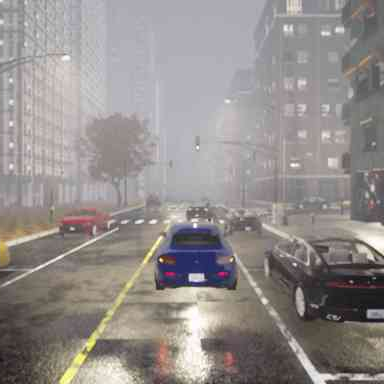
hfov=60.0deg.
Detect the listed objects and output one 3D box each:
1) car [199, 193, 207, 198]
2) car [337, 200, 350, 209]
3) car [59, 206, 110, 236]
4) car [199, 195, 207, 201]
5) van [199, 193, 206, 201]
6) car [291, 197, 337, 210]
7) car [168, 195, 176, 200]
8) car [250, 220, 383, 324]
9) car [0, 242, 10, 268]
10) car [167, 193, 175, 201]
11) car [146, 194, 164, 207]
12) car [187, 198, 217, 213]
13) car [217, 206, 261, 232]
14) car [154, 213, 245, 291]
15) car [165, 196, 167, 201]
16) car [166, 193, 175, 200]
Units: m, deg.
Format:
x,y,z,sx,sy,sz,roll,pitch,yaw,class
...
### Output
x,y,z,sx,sy,sz,roll,pitch,yaw,class
2.640,1.484,72.575,1.947,1.339,4.313,0,0,0,car
18.797,1.182,37.567,4.829,1.417,1.752,-1,1,-1,car
-5.703,1.513,18.090,1.887,1.381,4.507,0,0,0,car
2.635,1.441,78.268,1.752,1.417,4.829,0,0,0,car
2.631,1.256,83.622,1.690,1.788,3.998,0,0,0,van
13.400,1.283,37.509,4.403,1.369,2.008,-1,1,-1,car
-5.757,1.467,94.662,2.008,1.369,4.403,0,0,0,car
2.685,1.537,7.030,2.008,1.369,4.403,0,0,0,car
-5.695,1.512,6.855,1.752,1.417,4.829,0,0,0,car
-5.749,1.481,83.616,1.947,1.339,4.313,0,0,0,car
-5.726,1.248,50.478,2.192,1.841,5.009,0,0,0,car
0.964,1.449,25.735,2.128,1.511,4.902,0,0,15,car
2.677,1.519,18.096,2.008,1.369,4.403,0,0,0,car
0.086,1.509,8.823,1.812,1.442,4.674,0,0,0,car
-5.730,1.494,56.002,1.947,1.339,4.313,0,0,0,car
-5.754,1.231,89.138,2.192,1.841,5.009,0,0,0,car
